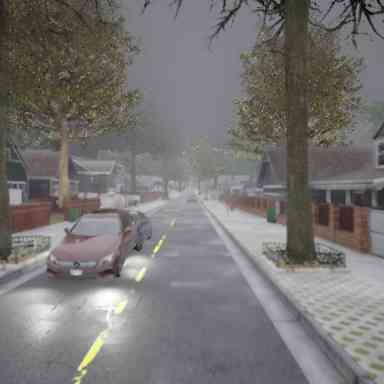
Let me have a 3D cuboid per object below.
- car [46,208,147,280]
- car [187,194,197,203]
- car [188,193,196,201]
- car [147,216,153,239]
[{"bbox_3d":[-2.733,1.340,10.197,1.812,1.442,4.674,1,8,0],"label":"car"},{"bbox_3d":[0.013,1.426,65.570,1.895,1.301,4.718,0,0,0],"label":"car"},{"bbox_3d":[0.016,1.116,75.873,1.837,1.490,4.892,0,0,0],"label":"car"},{"bbox_3d":[-2.782,1.523,14.202,1.812,1.442,4.674,0,2,0],"label":"car"}]
